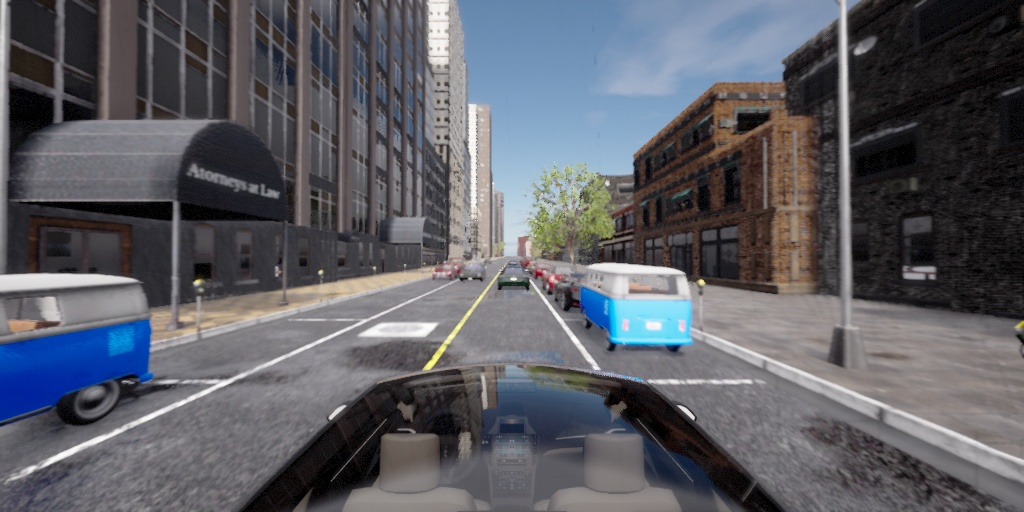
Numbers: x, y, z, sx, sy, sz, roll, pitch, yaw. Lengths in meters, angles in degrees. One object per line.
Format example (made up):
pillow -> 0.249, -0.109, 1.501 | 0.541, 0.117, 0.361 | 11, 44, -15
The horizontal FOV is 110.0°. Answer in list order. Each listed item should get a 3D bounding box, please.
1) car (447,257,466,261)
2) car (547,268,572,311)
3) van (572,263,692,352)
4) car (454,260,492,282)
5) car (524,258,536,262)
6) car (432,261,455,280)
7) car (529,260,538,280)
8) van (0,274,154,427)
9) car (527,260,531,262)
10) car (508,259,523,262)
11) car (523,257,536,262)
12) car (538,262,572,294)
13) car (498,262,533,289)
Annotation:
car -> -5.688, 1.065, 36.411 | 2.192, 1.841, 5.009 | 0, 0, 0
car -> 2.692, 1.319, 14.227 | 1.948, 1.339, 4.313 | 0, 0, 0
van -> 2.692, 1.093, 8.680 | 1.690, 1.789, 3.998 | 0, 0, 0
car -> -3.051, 1.300, 29.063 | 2.033, 1.411, 5.357 | 0, 0, 0
car -> 2.694, 1.273, 42.128 | 1.751, 1.417, 4.829 | 0, 0, 0
car -> -5.688, 1.334, 30.865 | 1.802, 1.307, 4.207 | 0, 0, 0
car -> 2.693, 1.297, 30.866 | 1.888, 1.381, 4.507 | 0, 0, 0
van -> -5.689, 1.092, 3.133 | 1.690, 1.789, 3.998 | 0, 0, 0
car -> 2.693, 1.332, 36.412 | 1.802, 1.307, 4.207 | 0, 0, 0
car -> 0.101, 1.271, 45.156 | 1.812, 1.442, 4.674 | 0, 0, 0
car -> 2.694, 1.055, 53.051 | 2.192, 1.841, 5.009 | 0, 0, 0
car -> 2.692, 1.193, 19.773 | 1.967, 1.591, 4.097 | 0, 0, 0
car -> 0.103, 1.317, 23.141 | 1.994, 1.385, 4.181 | 0, 0, 0
